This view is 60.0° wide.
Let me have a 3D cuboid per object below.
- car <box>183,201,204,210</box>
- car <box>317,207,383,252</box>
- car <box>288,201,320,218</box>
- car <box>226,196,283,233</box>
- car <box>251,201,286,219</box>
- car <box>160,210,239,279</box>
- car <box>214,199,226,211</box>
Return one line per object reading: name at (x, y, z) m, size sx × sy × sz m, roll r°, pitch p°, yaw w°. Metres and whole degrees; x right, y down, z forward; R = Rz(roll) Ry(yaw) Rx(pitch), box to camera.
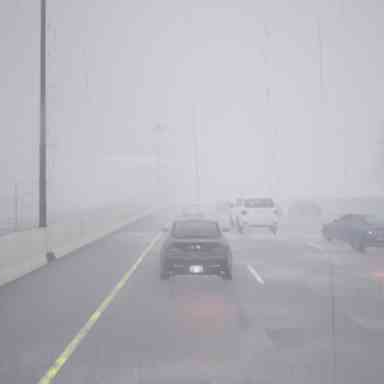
car at (0.112, 1.610, 31.128) m, size 1.812 × 1.442 × 4.674 m, roll 0°, pitch 0°, yaw 0°
car at (7.101, 1.558, 13.886) m, size 1.812 × 1.442 × 4.674 m, roll 0°, pitch 0°, yaw 0°
car at (10.610, 1.578, 31.610) m, size 2.128 × 1.511 × 4.902 m, roll 0°, pitch 0°, yaw 0°
car at (3.608, 1.272, 20.127) m, size 2.150 × 2.045 × 5.566 m, roll 0°, pitch 0°, yaw 0°
car at (7.112, 1.635, 31.526) m, size 2.033 × 1.411 × 5.357 m, roll 0°, pitch 0°, yaw 0°
car at (0.103, 1.525, 10.051) m, size 1.837 × 1.490 × 4.892 m, roll 0°, pitch 0°, yaw 0°
car at (3.614, 1.600, 38.475) m, size 2.128 × 1.511 × 4.902 m, roll 0°, pitch 0°, yaw 0°
